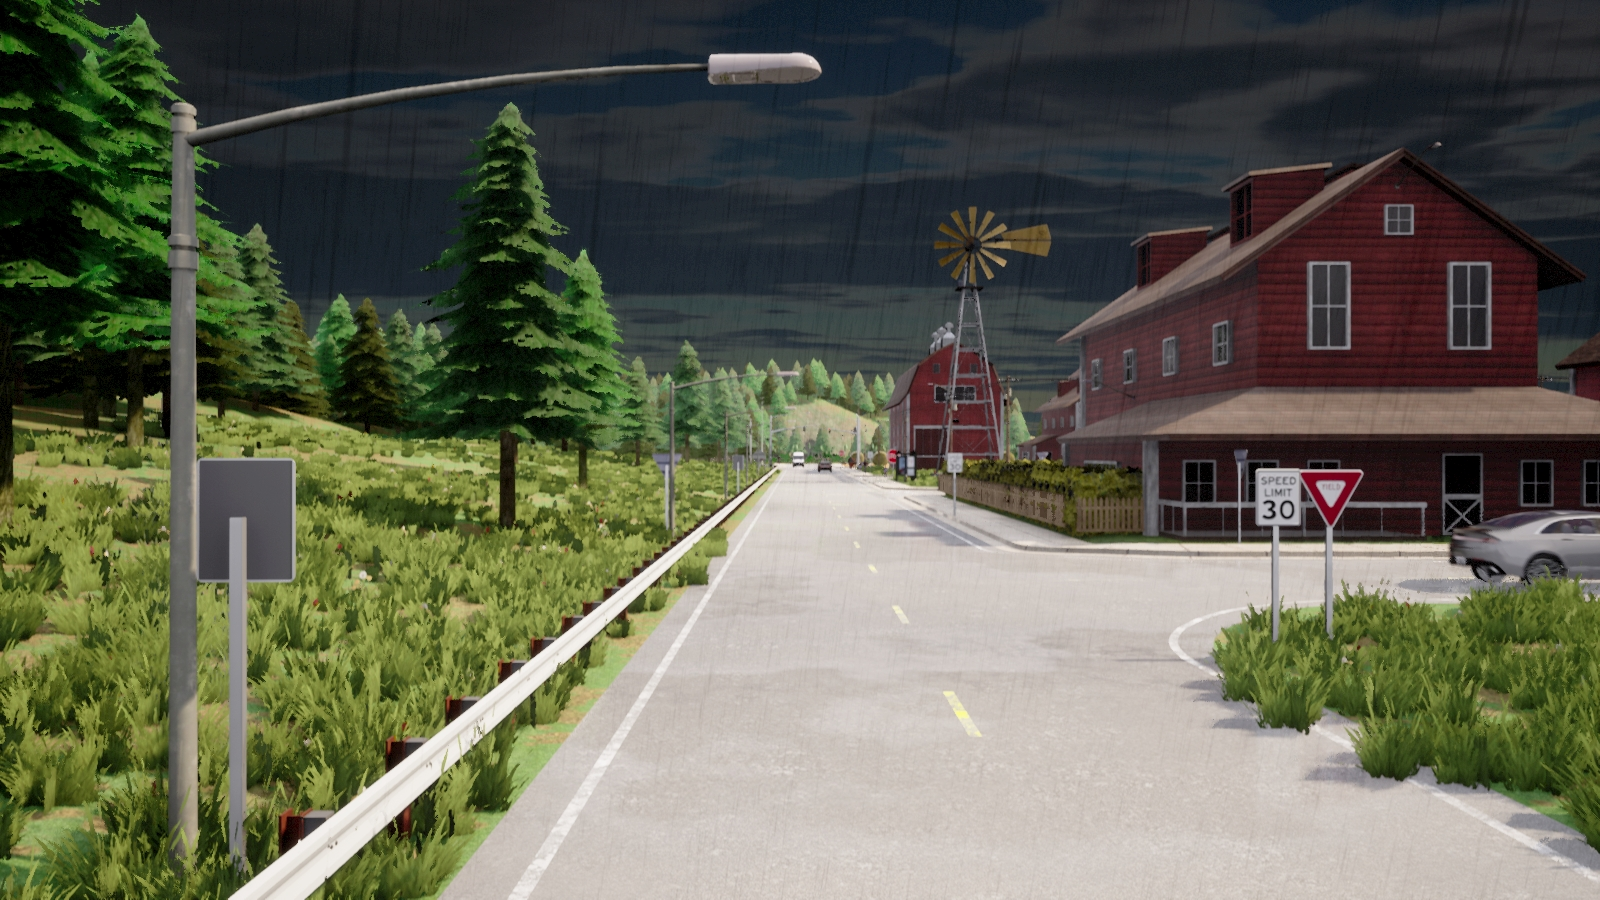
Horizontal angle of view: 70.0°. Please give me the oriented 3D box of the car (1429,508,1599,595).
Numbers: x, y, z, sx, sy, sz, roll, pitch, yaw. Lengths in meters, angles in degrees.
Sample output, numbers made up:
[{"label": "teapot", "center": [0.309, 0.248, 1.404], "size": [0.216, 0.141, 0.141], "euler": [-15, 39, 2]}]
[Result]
[{"label": "car", "center": [15.268, 1.929, 22.203], "size": [4.902, 1.511, 2.128], "euler": [0, 0, 0]}]
